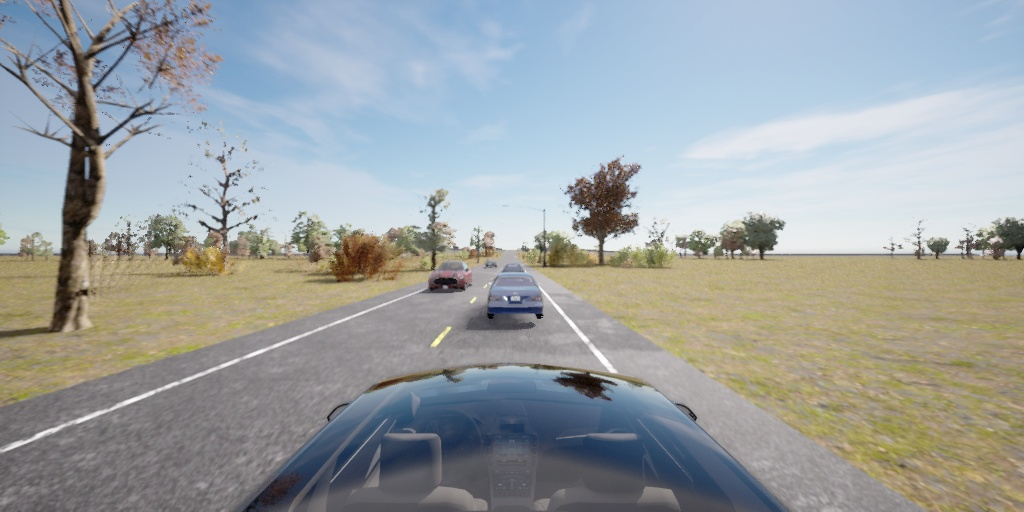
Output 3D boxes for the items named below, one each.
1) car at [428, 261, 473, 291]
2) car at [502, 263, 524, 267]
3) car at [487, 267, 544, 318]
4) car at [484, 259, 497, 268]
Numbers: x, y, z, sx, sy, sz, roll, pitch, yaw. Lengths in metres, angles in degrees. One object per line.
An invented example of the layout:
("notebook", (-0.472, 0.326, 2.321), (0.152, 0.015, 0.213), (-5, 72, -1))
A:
("car", (-3.596, 1.098, 21.622), (2.097, 1.767, 4.553), (0, 0, 0))
("car", (0.105, 1.307, 31.025), (1.994, 1.385, 4.181), (0, 0, 0))
("car", (0.099, 1.296, 13.012), (2.033, 1.411, 5.357), (0, 0, 0))
("car", (-3.537, 1.218, 60.325), (2.128, 1.511, 4.902), (0, 0, 1))
